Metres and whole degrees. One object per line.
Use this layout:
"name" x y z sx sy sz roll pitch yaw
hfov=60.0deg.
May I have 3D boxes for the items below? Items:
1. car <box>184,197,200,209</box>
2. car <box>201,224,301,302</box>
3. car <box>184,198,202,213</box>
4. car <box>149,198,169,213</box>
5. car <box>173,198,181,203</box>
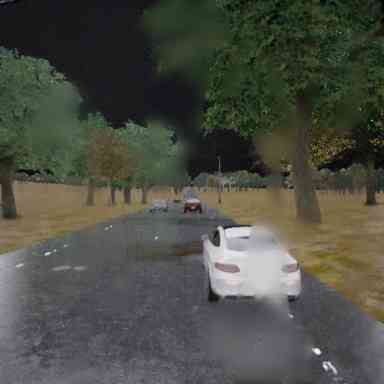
"car" 0.041 1.543 46.813 2.128 1.511 4.902 0 -1 0
"car" 1.232 1.522 8.149 1.812 1.442 4.674 0 0 0
"car" 0.114 1.472 36.749 1.882 1.535 5.008 0 0 0
"car" -3.568 1.498 36.501 1.837 1.490 4.892 0 0 0
"car" -3.434 2.003 77.127 1.895 1.301 4.718 0 -1 0
